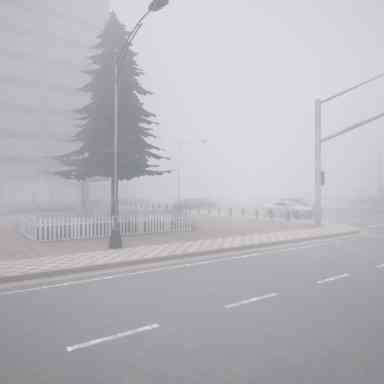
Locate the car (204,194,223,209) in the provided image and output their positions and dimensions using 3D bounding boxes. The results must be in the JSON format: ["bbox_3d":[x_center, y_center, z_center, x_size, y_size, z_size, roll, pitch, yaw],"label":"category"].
[{"bbox_3d":[1.492,1.477,45.184,1.882,1.535,5.008,0,0,-36],"label":"car"}]

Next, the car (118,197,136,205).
[{"bbox_3d":[-11.977,1.580,58.112,1.994,1.385,4.181,0,0,-36],"label":"car"}]

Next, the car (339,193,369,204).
[{"bbox_3d":[35.502,1.153,72.750,1.932,1.855,4.605,0,0,-36],"label":"car"}]

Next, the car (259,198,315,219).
[{"bbox_3d":[8.519,1.526,29.422,1.812,1.442,4.674,0,0,-34],"label":"car"}]

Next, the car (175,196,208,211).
[{"bbox_3d":[-0.386,1.564,41.796,1.994,1.385,4.181,0,0,-36],"label":"car"}]

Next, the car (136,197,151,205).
[{"bbox_3d":[-9.136,1.568,60.157,1.812,1.442,4.674,0,0,-36],"label":"car"}]

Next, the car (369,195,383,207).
[{"bbox_3d":[27.334,1.153,45.441,1.932,1.855,4.605,0,0,-36],"label":"car"}]

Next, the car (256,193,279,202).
[{"bbox_3d":[17.728,1.395,78.519,1.970,1.475,3.806,0,0,-36],"label":"car"}]

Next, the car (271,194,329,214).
[{"bbox_3d":[10.499,1.353,32.628,2.097,1.767,4.553,0,0,-36],"label":"car"}]

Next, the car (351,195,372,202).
[{"bbox_3d":[37.899,1.364,74.378,1.784,1.438,3.905,0,0,-36],"label":"car"}]

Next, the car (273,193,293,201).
[{"bbox_3d":[22.243,1.153,81.796,1.932,1.855,4.605,0,0,-36],"label":"car"}]
